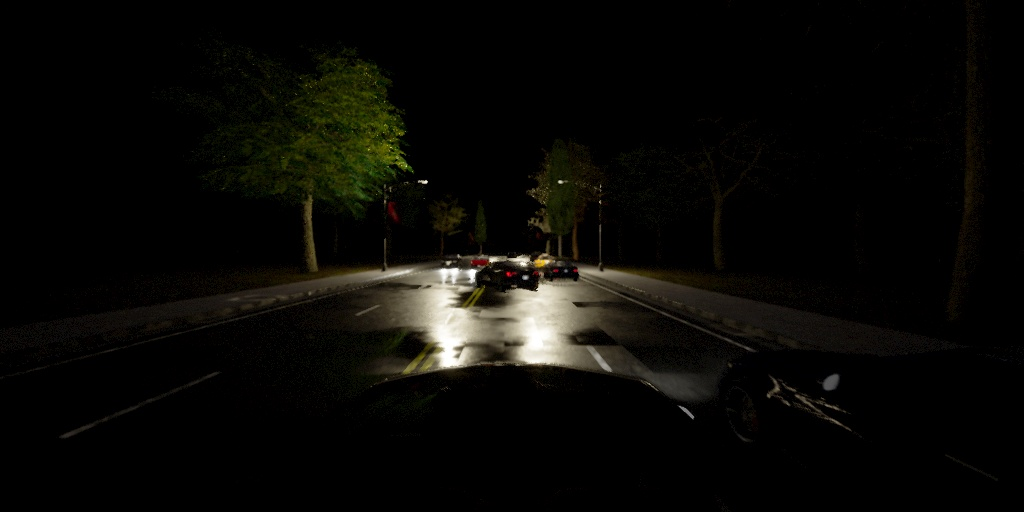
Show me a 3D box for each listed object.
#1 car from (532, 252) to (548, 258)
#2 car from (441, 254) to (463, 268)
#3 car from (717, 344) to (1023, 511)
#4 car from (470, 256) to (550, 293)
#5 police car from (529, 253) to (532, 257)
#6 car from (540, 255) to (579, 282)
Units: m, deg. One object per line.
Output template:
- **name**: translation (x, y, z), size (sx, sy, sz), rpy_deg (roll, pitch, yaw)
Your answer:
- **car**: translation (3.253, 0.566, 35.321), size (1.801, 1.575, 5.366), rpy_deg (0, 1, 0)
- **car**: translation (-6.580, 0.507, 39.569), size (2.128, 1.511, 4.902), rpy_deg (0, 1, 0)
- **car**: translation (3.250, 1.269, 2.142), size (1.812, 1.442, 4.674), rpy_deg (0, 1, 0)
- **car**: translation (-0.346, 0.972, 18.446), size (2.163, 1.488, 4.792), rpy_deg (-1, 1, -25)
- **police car**: translation (3.254, 0.300, 46.239), size (1.930, 1.638, 5.238), rpy_deg (0, 1, 0)
- **car**: translation (3.252, 0.900, 24.135), size (2.033, 1.411, 5.357), rpy_deg (0, 1, 0)
